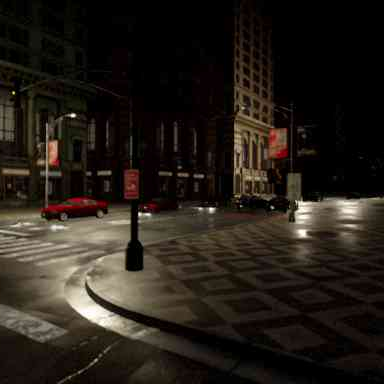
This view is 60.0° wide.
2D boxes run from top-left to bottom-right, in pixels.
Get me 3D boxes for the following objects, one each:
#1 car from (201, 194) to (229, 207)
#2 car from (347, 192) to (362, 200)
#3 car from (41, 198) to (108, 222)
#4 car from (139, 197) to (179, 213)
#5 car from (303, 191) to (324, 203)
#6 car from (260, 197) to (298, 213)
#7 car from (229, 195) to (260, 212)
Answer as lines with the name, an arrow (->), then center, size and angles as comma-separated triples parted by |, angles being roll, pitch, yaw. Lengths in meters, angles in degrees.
car -> 2.951, 1.018, 40.328 | 1.837, 1.490, 4.892 | 0, 1, 36
car -> 29.447, 0.683, 60.454 | 1.812, 1.442, 4.674 | 0, 0, 35
car -> -8.455, 1.240, 24.299 | 1.882, 1.535, 5.008 | 0, 1, 35
car -> -3.086, 1.208, 31.847 | 1.994, 1.385, 4.181 | 0, 1, 36
car -> 18.634, 0.672, 50.872 | 2.097, 1.767, 4.553 | 0, 1, 36
car -> 8.328, 1.142, 30.735 | 1.812, 1.442, 4.674 | 0, 1, 35
car -> 6.039, 1.085, 33.125 | 2.128, 1.511, 4.902 | 0, 1, 35
